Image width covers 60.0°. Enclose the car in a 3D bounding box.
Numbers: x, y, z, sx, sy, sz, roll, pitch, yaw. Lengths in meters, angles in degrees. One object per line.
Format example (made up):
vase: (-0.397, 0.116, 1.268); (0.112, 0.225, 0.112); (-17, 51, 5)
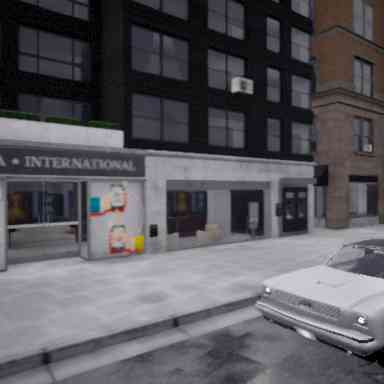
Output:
car: (3.318, 1.567, 5.710); (4.718, 1.301, 1.895); (0, 0, -35)
